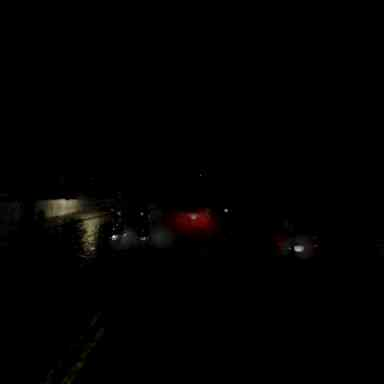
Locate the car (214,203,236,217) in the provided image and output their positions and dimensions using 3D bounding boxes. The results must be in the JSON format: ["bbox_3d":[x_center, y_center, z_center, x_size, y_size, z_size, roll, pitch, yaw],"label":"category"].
[{"bbox_3d":[3.358,1.812,34.641,1.994,1.385,4.181,0,0,0],"label":"car"}]

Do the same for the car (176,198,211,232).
[{"bbox_3d":[0.103,1.511,21.581,2.097,1.767,4.553,0,0,0],"label":"car"}]

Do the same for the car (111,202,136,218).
[{"bbox_3d":[-6.591,1.727,32.552,2.128,1.511,4.902,0,-1,0],"label":"car"}]

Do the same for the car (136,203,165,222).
[{"bbox_3d":[-3.344,1.734,28.791,1.812,1.442,4.674,0,-1,0],"label":"car"}]

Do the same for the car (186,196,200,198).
[{"bbox_3d":[0.112,1.500,38.763,2.150,2.045,5.566,0,0,0],"label":"car"}]

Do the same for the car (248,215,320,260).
[{"bbox_3d":[3.356,1.620,12.739,1.812,1.442,4.674,0,0,0],"label":"car"}]
